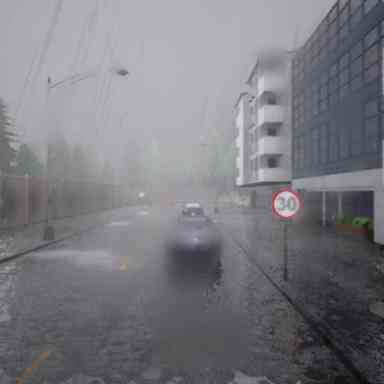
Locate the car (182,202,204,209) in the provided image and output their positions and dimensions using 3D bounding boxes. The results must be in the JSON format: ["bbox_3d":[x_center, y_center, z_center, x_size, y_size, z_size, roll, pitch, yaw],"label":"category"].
[{"bbox_3d":[0.085,1.585,28.598,1.812,1.442,4.674,0,0,0],"label":"car"}]

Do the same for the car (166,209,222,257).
[{"bbox_3d":[0.077,1.591,13.044,1.994,1.385,4.181,0,0,0],"label":"car"}]

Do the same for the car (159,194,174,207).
[{"bbox_3d":[-4.201,1.335,54.920,2.150,2.045,5.566,0,0,-1],"label":"car"}]
